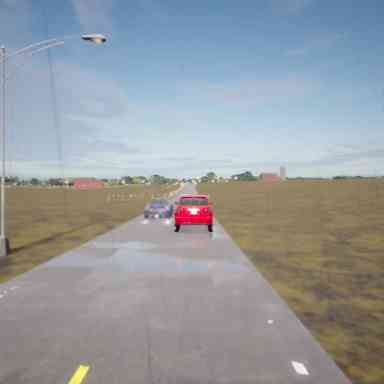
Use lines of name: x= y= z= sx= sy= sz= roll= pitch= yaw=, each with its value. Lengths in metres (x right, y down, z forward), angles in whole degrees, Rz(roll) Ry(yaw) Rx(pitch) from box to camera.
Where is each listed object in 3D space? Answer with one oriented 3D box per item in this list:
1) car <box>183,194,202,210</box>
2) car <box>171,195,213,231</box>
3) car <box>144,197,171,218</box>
car: x=0.091 y=1.150 z=39.658 sx=2.097 sy=1.767 sz=4.553 roll=0 pitch=1 yaw=0
car: x=0.096 y=1.169 z=20.301 sx=2.150 sy=2.045 sz=5.566 roll=0 pitch=0 yaw=0
car: x=-2.756 y=1.279 z=28.271 sx=2.097 sy=1.767 sz=4.553 roll=0 pitch=0 yaw=0
